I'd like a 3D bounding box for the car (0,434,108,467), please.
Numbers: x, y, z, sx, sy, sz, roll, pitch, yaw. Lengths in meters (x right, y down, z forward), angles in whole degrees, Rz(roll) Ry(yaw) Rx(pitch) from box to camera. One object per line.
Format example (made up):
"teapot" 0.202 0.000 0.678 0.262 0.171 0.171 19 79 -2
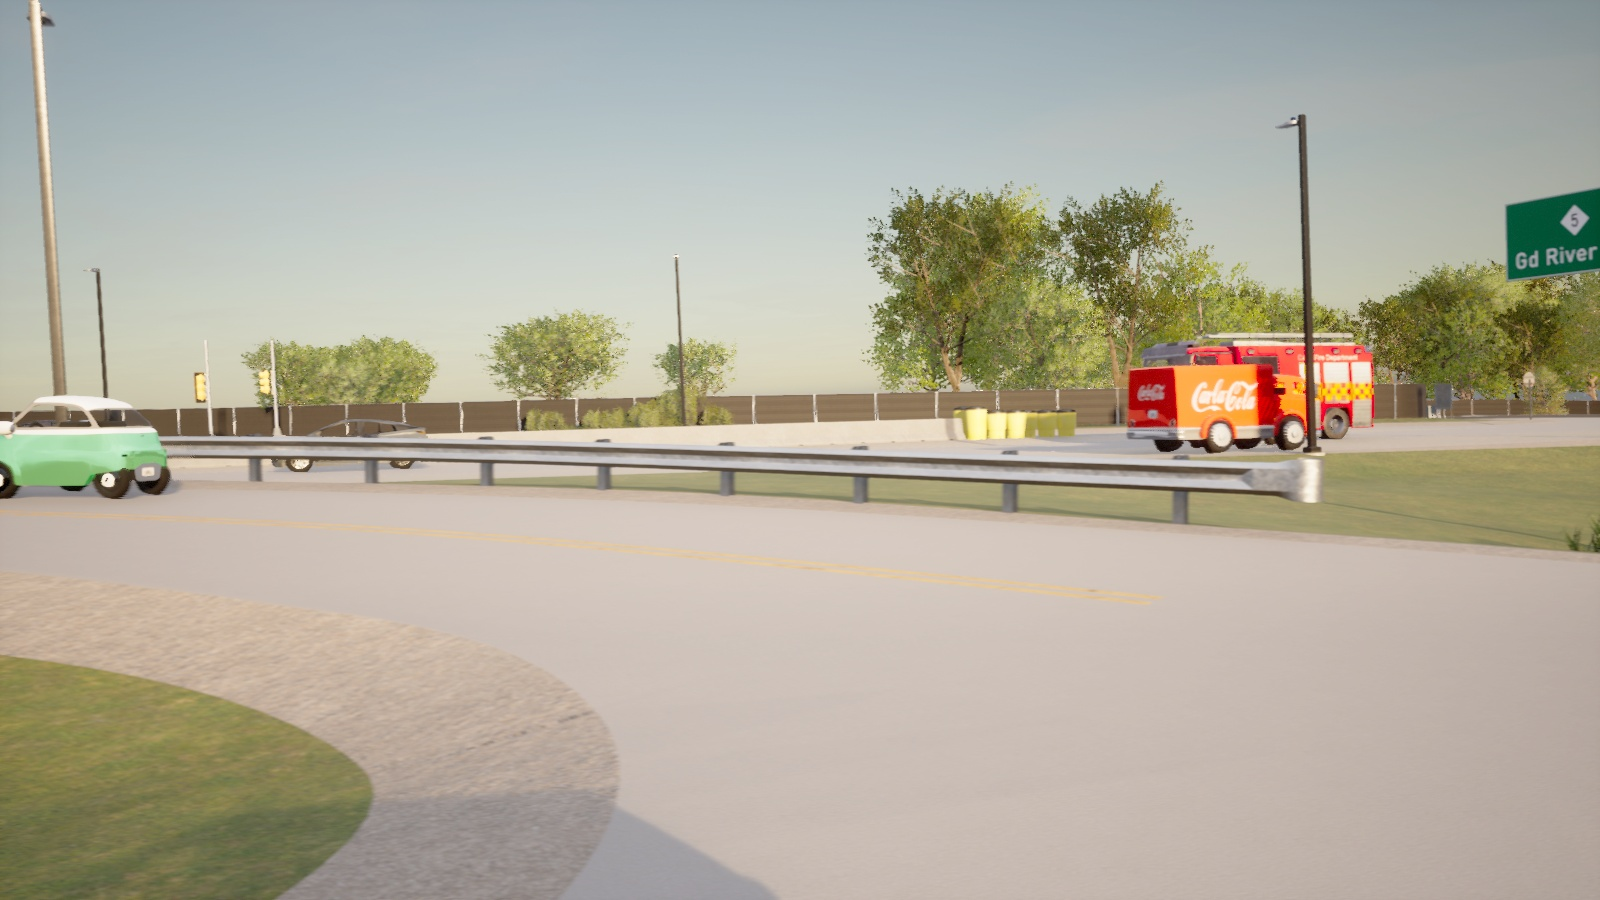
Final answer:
"car" -37.555 0.021 62.340 5.357 1.411 2.033 -2 2 6

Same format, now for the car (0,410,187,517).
"car" -9.907 0.156 17.229 2.207 1.376 1.481 0 2 13

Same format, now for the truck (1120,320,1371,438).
"truck" 15.945 -2.551 44.869 8.468 3.827 2.891 -3 2 -21

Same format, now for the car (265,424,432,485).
"car" -13.453 0.108 37.523 4.514 1.525 2.007 -3 2 -21

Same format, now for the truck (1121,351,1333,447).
"truck" 12.218 -1.454 35.987 5.204 2.467 2.627 -3 2 -21

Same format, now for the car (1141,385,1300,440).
"car" 13.455 -1.194 40.200 4.514 1.525 2.007 -3 2 -21
